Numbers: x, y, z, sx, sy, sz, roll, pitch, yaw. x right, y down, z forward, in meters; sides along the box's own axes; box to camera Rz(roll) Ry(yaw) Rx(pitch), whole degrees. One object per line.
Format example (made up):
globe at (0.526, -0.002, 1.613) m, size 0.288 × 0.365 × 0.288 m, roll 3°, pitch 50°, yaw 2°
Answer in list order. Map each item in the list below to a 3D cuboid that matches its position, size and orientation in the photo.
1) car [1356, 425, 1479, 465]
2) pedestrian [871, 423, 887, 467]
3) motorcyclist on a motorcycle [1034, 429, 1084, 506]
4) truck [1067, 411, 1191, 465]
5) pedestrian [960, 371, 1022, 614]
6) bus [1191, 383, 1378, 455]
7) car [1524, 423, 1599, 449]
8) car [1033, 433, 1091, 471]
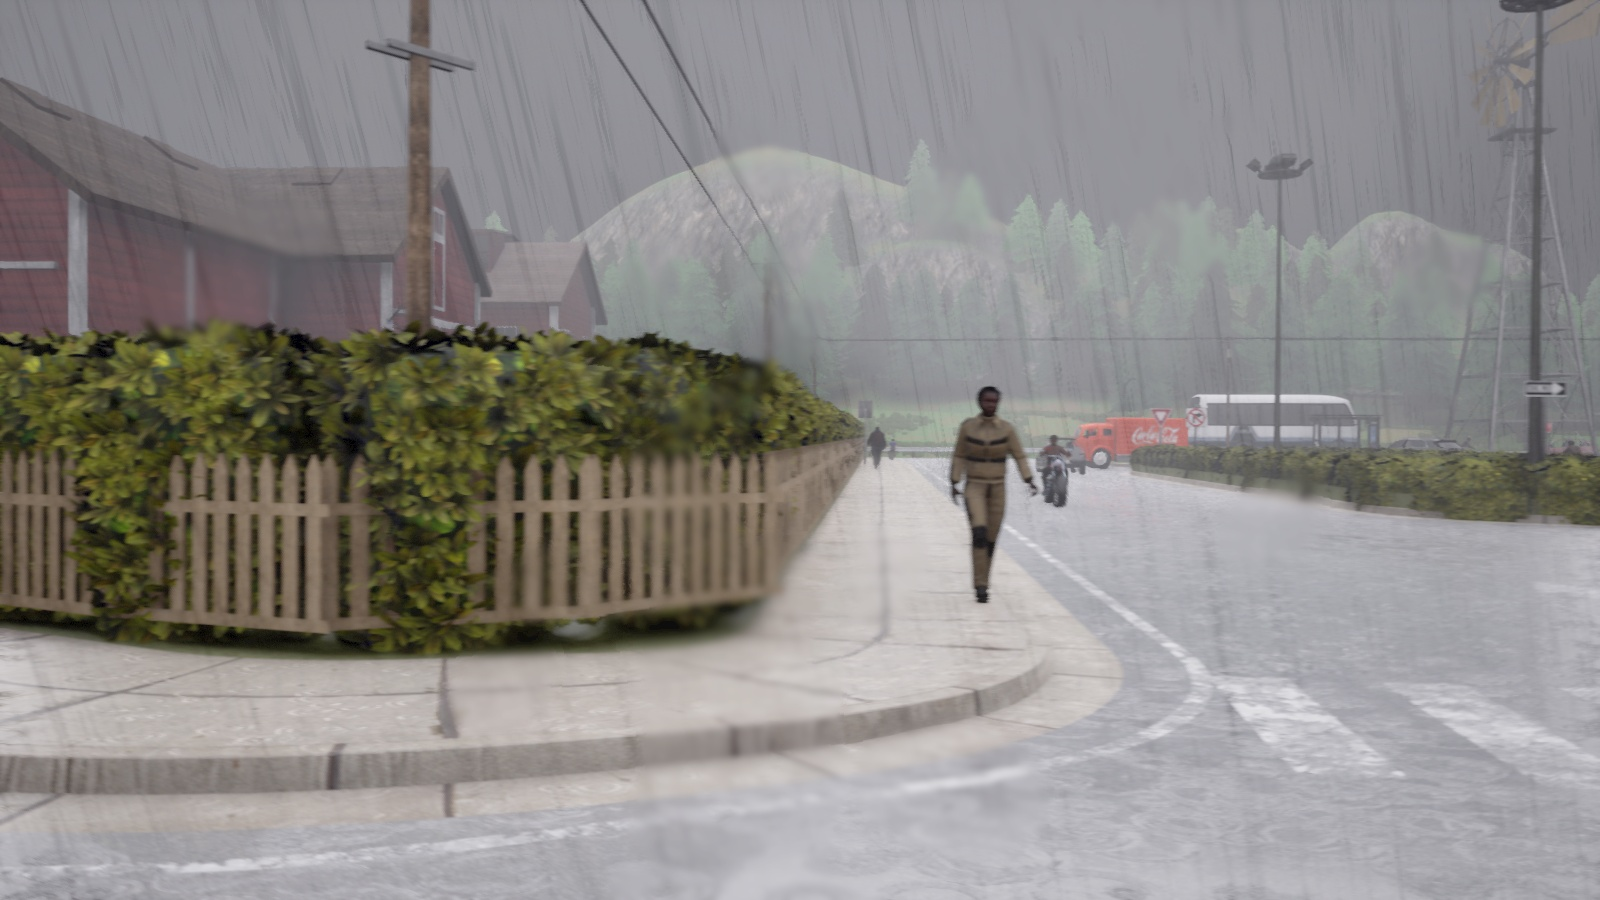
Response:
car at (26.786, -0.250, 54.659) m, size 2.033 × 1.649 × 4.856 m, roll -1°, pitch 1°, yaw -17°
pedestrian at (3.299, -0.214, 52.262) m, size 0.634 × 1.844 × 0.899 m, roll -1°, pitch 1°, yaw 3°
motorcyclist on a motorcycle at (5.778, 0.354, 28.170) m, size 0.766 × 1.649 × 2.350 m, roll -1°, pitch 1°, yaw 4°
truck at (15.684, -0.605, 60.076) m, size 5.204 × 2.467 × 2.627 m, roll -1°, pitch 2°, yaw 0°
pedestrian at (1.565, 0.333, 10.343) m, size 0.396 × 1.930 × 0.692 m, roll -1°, pitch 1°, yaw 0°
bus at (30.307, -1.906, 78.996) m, size 10.273 × 4.253 × 3.944 m, roll -1°, pitch 1°, yaw 4°
car at (48.986, -0.879, 80.853) m, size 3.988 × 1.617 × 1.851 m, roll 0°, pitch 1°, yaw 24°
car at (10.782, 0.059, 51.840) m, size 1.845 × 1.501 × 3.633 m, roll -1°, pitch 0°, yaw 4°
